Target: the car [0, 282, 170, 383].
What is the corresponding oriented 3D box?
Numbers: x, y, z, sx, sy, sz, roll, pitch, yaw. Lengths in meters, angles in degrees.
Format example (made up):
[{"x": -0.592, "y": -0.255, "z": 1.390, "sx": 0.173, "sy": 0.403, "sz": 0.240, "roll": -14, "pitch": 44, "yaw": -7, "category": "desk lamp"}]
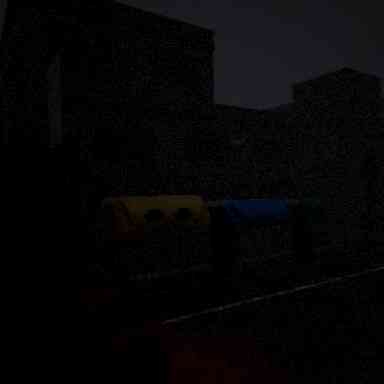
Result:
[{"x": -2.522, "y": 1.475, "z": 2.095, "sx": 5.008, "sy": 1.535, "sz": 1.882, "roll": -1, "pitch": 0, "yaw": -36, "category": "car"}]
